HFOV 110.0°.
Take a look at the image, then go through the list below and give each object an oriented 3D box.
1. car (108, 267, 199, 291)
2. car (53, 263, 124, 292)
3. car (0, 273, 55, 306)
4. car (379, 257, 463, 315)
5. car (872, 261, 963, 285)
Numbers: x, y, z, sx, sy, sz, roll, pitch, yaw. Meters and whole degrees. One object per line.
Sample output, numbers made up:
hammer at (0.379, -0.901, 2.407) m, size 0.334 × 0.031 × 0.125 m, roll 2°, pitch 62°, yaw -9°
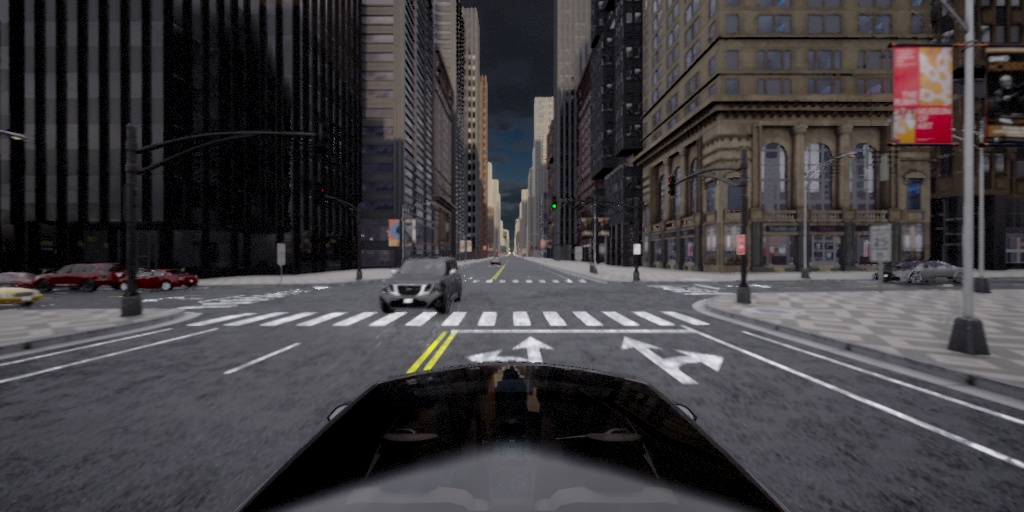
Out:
car at (-23.969, 1.598, 24.378) m, size 4.507 × 1.381 × 1.888 m, roll 0°, pitch 0°, yaw 0°
car at (-29.057, 1.437, 24.396) m, size 5.009 × 1.841 × 2.192 m, roll 0°, pitch 0°, yaw 0°
car at (-23.830, 1.607, 15.850) m, size 4.829 × 1.417 × 1.751 m, roll 0°, pitch 0°, yaw 0°
car at (-3.255, 1.045, 13.995) m, size 2.150 × 2.045 × 5.566 m, roll 0°, pitch 0°, yaw 0°
car at (24.512, 0.973, 21.629) m, size 4.181 × 1.385 × 1.994 m, roll -1°, pitch 0°, yaw 0°
